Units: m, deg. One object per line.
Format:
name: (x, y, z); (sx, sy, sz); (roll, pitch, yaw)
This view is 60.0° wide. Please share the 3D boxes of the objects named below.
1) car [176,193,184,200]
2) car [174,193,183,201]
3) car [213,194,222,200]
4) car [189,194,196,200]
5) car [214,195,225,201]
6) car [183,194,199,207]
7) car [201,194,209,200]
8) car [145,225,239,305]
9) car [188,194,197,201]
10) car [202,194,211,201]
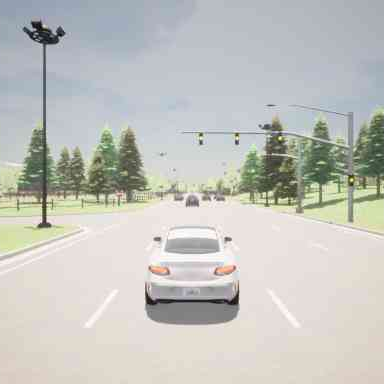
car: (-3.379, 1.187, 92.866); (2.097, 1.767, 4.553); (0, 0, 0)
car: (-3.392, 1.544, 82.860); (1.994, 1.385, 4.181); (0, 0, 0)
car: (7.121, 1.385, 92.883); (1.994, 1.385, 4.181); (0, 0, 0)
car: (0.121, 1.332, 92.892); (1.837, 1.490, 4.892); (0, 0, 0)
car: (7.108, 1.517, 82.463); (2.128, 1.511, 4.902); (0, 0, 0)
car: (0.068, 1.352, 51.829); (2.097, 1.767, 4.553); (0, 0, 0)
car: (3.621, 1.372, 92.887); (2.033, 1.411, 5.357); (0, 0, 0)
car: (0.017, 1.526, 7.956); (1.812, 1.442, 4.674); (0, 0, 0)
car: (0.108, 1.348, 82.858); (2.097, 1.767, 4.553); (0, 0, 0)
car: (3.608, 1.348, 82.854); (2.097, 1.767, 4.553); (0, 0, 0)
